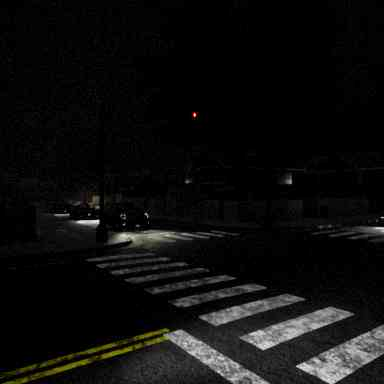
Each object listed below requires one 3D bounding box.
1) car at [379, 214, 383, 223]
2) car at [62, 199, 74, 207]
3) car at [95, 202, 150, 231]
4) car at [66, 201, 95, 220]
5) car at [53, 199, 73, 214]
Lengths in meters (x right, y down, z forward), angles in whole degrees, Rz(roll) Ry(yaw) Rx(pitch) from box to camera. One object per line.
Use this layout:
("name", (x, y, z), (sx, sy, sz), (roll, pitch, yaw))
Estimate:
("car", (14.533, 1.511, 22.021), (5.357, 1.411, 2.033), (0, 0, -35))
("car", (-23.724, 2.006, 63.582), (1.812, 1.442, 4.674), (0, 0, -23))
("car", (-4.589, 1.519, 22.355), (2.097, 1.767, 4.553), (0, 0, -34))
("car", (-9.969, 1.799, 30.677), (1.994, 1.385, 4.181), (0, 0, -31))
("car", (-15.878, 1.863, 40.721), (2.033, 1.411, 5.357), (0, 0, -28))
